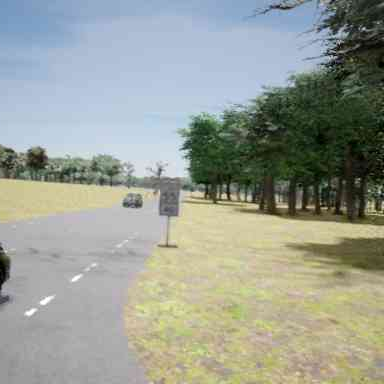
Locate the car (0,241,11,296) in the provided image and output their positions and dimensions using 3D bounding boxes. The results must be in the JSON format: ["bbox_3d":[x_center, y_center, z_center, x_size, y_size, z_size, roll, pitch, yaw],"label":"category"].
[{"bbox_3d":[-4.734,1.137,4.402,2.150,2.045,5.566,3,0,0],"label":"car"}]

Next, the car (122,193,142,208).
[{"bbox_3d":[-8.615,1.174,48.560,2.150,2.045,5.566,3,0,0],"label":"car"}]
